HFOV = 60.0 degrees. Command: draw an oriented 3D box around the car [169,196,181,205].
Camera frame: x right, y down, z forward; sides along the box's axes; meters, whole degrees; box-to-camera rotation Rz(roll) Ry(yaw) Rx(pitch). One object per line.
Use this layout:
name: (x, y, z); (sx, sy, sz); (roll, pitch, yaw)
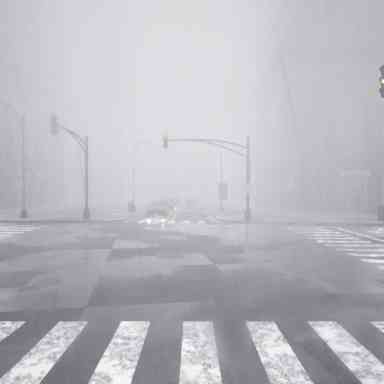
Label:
car: (-3.064, 1.467, 61.917); (1.882, 1.535, 5.008); (0, 0, 1)

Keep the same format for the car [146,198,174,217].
car: (-3.121, 1.541, 31.269); (2.033, 1.411, 5.357); (0, 0, 0)

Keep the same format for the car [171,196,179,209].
car: (-3.125, 1.539, 41.342); (2.033, 1.411, 5.357); (0, 0, 0)

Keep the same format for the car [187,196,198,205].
car: (0.079, 1.553, 56.348); (1.994, 1.385, 4.181); (0, 0, 0)

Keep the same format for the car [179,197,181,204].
car: (-3.112, 1.554, 51.425); (1.994, 1.385, 4.181); (0, 0, 1)
